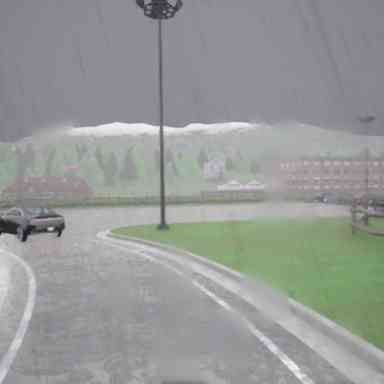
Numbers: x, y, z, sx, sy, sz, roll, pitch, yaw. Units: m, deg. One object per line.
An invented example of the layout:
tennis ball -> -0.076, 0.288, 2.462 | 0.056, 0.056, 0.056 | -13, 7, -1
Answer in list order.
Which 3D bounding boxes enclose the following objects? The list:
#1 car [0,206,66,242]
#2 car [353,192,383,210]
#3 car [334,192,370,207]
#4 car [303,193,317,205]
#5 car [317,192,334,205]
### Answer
car -> -7.973, 1.419, 16.072 | 4.902, 1.511, 2.128 | -1, 1, 41
car -> 18.077, 0.951, 31.335 | 4.718, 1.301, 1.895 | -1, 1, -13
car -> 18.008, 0.787, 34.907 | 5.008, 1.535, 1.882 | -1, 1, -13
car -> 16.328, 0.758, 41.700 | 4.892, 1.490, 1.837 | -1, 1, -13
car -> 17.502, 0.767, 38.381 | 4.902, 1.511, 2.128 | -1, 1, -13
